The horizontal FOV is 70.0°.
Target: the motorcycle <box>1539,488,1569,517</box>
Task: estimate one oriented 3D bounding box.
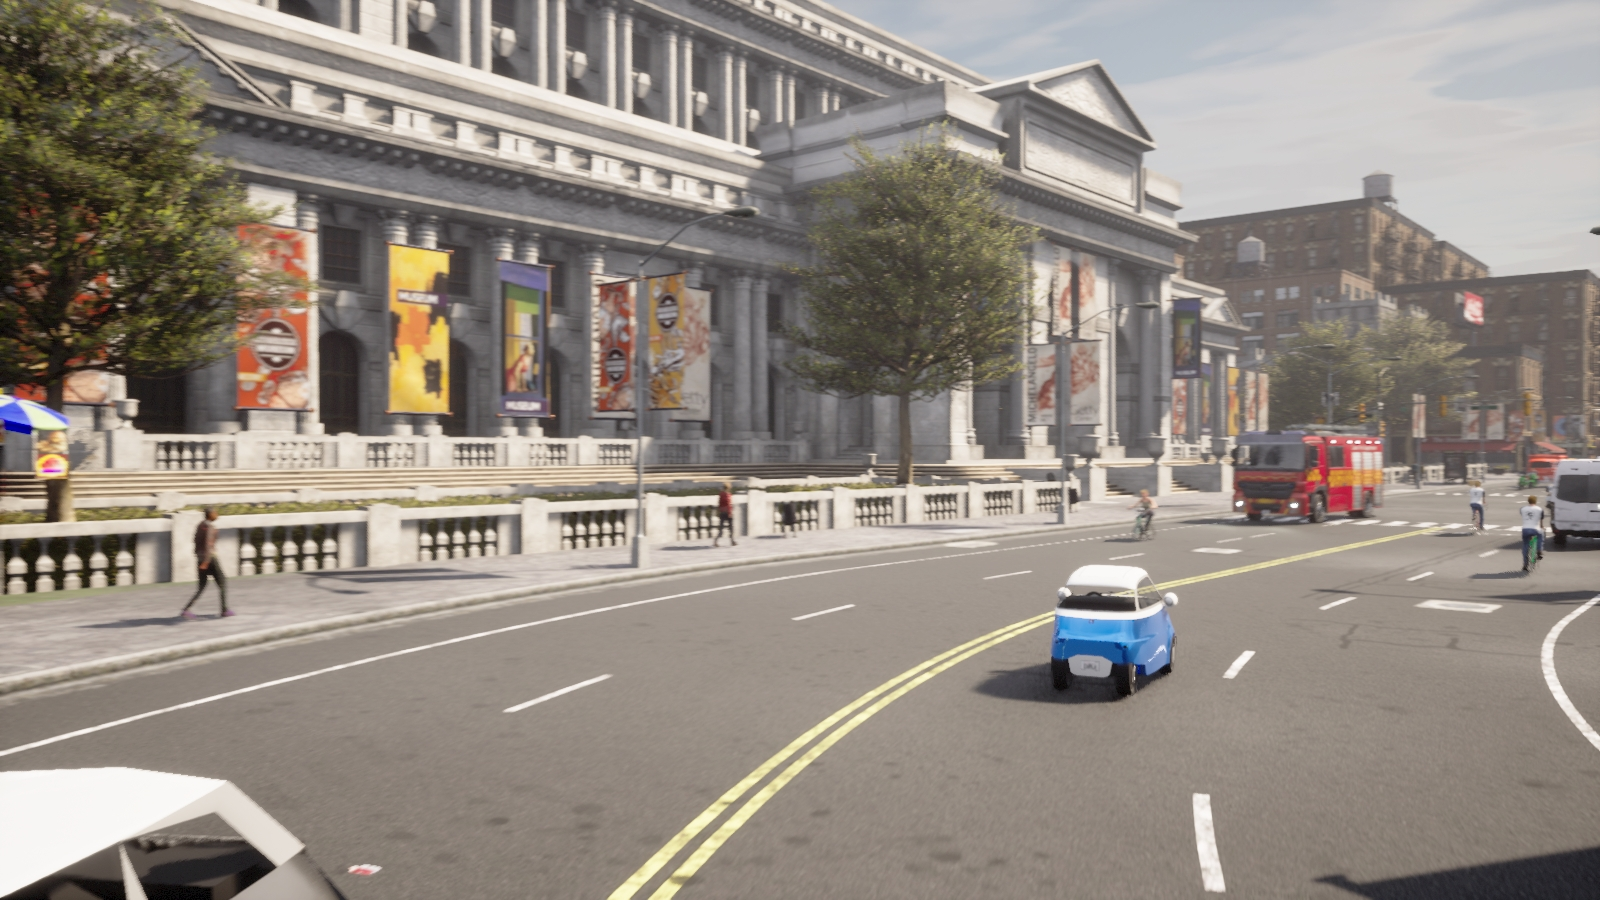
[{"bbox_3d":[32.684,2.249,49.496,0.803,1.145,2.033,0,0,41],"label":"motorcycle"}]

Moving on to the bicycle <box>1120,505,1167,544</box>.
[{"bbox_3d":[10.527,2.268,34.994,0.859,1.080,1.487,0,0,41],"label":"bicycle"}]

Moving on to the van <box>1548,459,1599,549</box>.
[{"bbox_3d":[24.720,1.562,35.201,1.988,2.561,5.915,0,0,41],"label":"van"}]

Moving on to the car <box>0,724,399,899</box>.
[{"bbox_3d":[-3.080,2.061,3.492,1.970,1.475,3.806,0,0,8],"label":"car"}]

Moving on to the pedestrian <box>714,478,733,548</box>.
[{"bbox_3d":[-2.056,1.694,30.721,0.375,1.860,0.375,0,0,41],"label":"pedestrian"}]

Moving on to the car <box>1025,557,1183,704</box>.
[{"bbox_3d":[3.767,2.125,13.977,1.481,1.376,2.207,0,0,25],"label":"car"}]

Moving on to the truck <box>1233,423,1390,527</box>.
[{"bbox_3d":[20.729,0.914,46.020,8.468,3.827,2.891,0,0,-44],"label":"truck"}]

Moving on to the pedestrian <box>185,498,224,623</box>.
[{"bbox_3d":[-9.159,1.686,17.573,0.375,1.860,0.375,0,0,28],"label":"pedestrian"}]
